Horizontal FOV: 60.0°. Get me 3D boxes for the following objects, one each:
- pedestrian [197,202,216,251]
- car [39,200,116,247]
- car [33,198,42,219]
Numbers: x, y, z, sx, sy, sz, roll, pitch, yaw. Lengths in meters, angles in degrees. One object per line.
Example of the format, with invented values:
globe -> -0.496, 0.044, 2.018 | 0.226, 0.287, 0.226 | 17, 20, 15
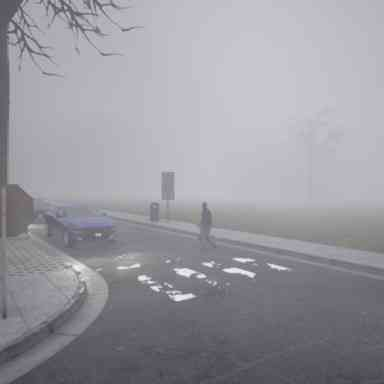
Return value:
pedestrian -> 0.494, 1.156, 11.790 | 0.375, 1.860, 0.375 | 1, 0, -36
car -> -4.919, 1.277, 14.316 | 1.882, 1.535, 5.008 | 0, 1, -36
car -> -10.737, 1.171, 22.410 | 1.812, 1.442, 4.674 | 0, 1, -36
